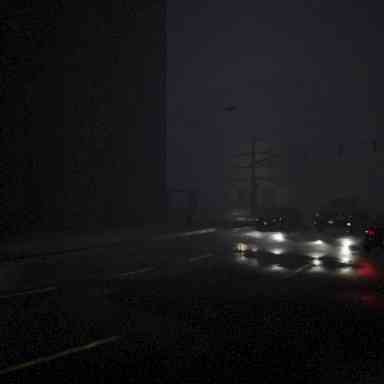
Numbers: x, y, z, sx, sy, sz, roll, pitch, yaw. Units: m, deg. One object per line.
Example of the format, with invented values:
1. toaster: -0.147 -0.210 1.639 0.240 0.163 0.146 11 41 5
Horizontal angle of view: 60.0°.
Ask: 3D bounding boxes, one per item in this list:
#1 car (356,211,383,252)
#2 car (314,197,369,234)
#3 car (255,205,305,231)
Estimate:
1. car: 8.287 1.603 13.444 1.812 1.442 4.674 0 0 39
2. car: 9.439 1.350 20.694 2.150 2.045 5.566 0 -1 39
3. car: 5.906 1.651 21.885 1.837 1.490 4.892 0 -1 39
